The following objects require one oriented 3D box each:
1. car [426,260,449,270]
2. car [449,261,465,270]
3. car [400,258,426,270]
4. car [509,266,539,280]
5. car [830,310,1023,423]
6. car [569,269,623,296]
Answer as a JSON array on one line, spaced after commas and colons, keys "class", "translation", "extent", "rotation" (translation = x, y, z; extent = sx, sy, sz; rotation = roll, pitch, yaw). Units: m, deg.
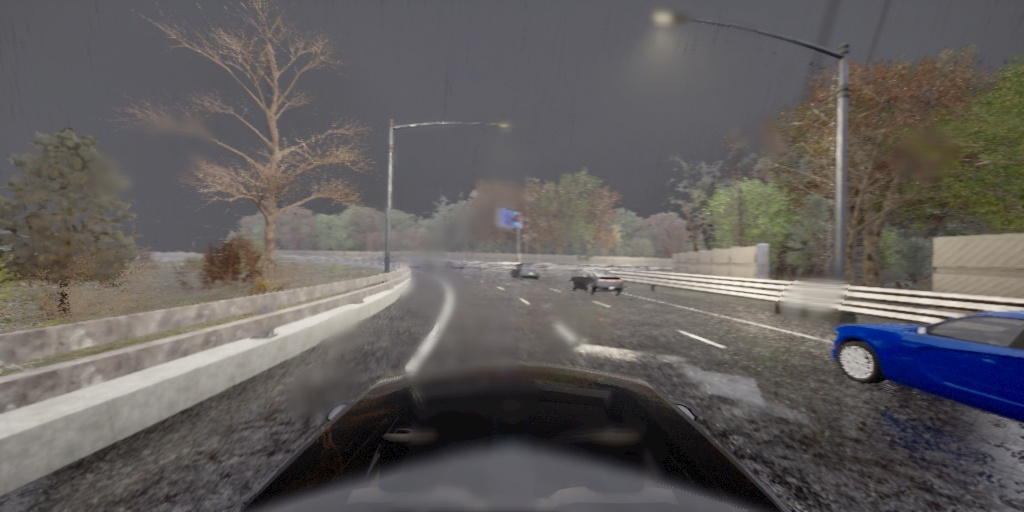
[{"class": "car", "translation": [-12.549, 1.432, 58.119], "extent": [2.128, 1.511, 4.902], "rotation": [2, -1, -31]}, {"class": "car", "translation": [-9.620, 1.583, 60.037], "extent": [2.033, 1.411, 5.357], "rotation": [2, -1, -31]}, {"class": "car", "translation": [-15.584, 1.407, 56.377], "extent": [1.994, 1.385, 4.181], "rotation": [2, -1, -31]}, {"class": "car", "translation": [1.210, 1.673, 36.459], "extent": [1.994, 1.385, 4.181], "rotation": [2, -1, -19]}, {"class": "car", "translation": [6.955, 1.440, 4.641], "extent": [1.882, 1.535, 5.008], "rotation": [2, -1, -2]}, {"class": "car", "translation": [5.007, 1.563, 21.972], "extent": [2.128, 1.511, 4.902], "rotation": [2, -1, -11]}]
